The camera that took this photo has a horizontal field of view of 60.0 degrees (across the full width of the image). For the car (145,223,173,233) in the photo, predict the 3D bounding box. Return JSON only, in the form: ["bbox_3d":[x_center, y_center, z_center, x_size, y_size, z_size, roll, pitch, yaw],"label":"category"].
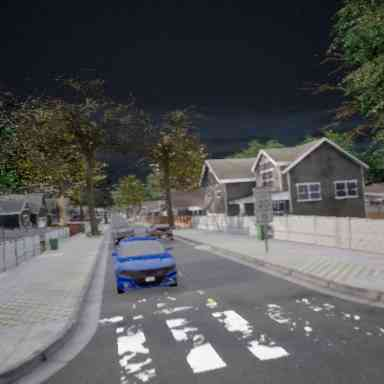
[{"bbox_3d":[-2.786,3.366,28.167,1.837,1.490,4.892,-4,-3,-14],"label":"car"}]

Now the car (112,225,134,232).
[{"bbox_3d":[-5.193,3.530,26.024,1.895,1.301,4.718,-4,-3,-14],"label":"car"}]

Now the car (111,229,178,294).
[{"bbox_3d":[-1.797,2.378,11.897,1.882,1.535,5.008,-4,-3,-14],"label":"car"}]

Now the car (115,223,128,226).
[{"bbox_3d":[-8.212,4.361,38.898,2.128,1.511,4.902,-4,-3,-13],"label":"car"}]
